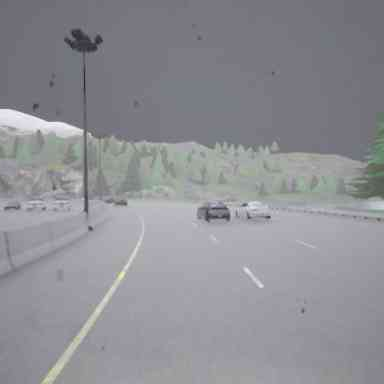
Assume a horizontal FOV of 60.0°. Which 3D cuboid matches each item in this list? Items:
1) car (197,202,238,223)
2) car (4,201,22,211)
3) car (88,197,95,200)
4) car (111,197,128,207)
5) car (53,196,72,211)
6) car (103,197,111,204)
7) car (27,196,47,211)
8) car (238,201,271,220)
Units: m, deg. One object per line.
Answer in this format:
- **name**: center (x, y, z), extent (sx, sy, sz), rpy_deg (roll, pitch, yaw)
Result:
- **car**: center (1.593, 1.503, 25.927), extent (2.128, 1.511, 4.902), rpy_deg (-1, 0, -10)
- **car**: center (-26.583, 2.054, 49.590), extent (2.033, 1.411, 5.357), rpy_deg (-1, 0, -20)
- **car**: center (-27.232, 1.924, 88.099), extent (2.033, 1.411, 5.357), rpy_deg (-1, 0, -36)
- **car**: center (-12.430, 1.791, 58.163), extent (1.837, 1.490, 4.892), rpy_deg (-1, 0, -22)
- **car**: center (-18.261, 1.587, 47.028), extent (2.150, 2.045, 5.566), rpy_deg (-1, 0, -18)
- **car**: center (-18.388, 1.860, 73.651), extent (1.837, 1.490, 4.892), rpy_deg (-1, 0, -30)
- **car**: center (-22.161, 1.658, 47.597), extent (2.150, 2.045, 5.566), rpy_deg (-1, 0, -19)
- **car**: center (4.936, 1.484, 27.219), extent (1.812, 1.442, 4.674), rpy_deg (-1, 0, -10)
